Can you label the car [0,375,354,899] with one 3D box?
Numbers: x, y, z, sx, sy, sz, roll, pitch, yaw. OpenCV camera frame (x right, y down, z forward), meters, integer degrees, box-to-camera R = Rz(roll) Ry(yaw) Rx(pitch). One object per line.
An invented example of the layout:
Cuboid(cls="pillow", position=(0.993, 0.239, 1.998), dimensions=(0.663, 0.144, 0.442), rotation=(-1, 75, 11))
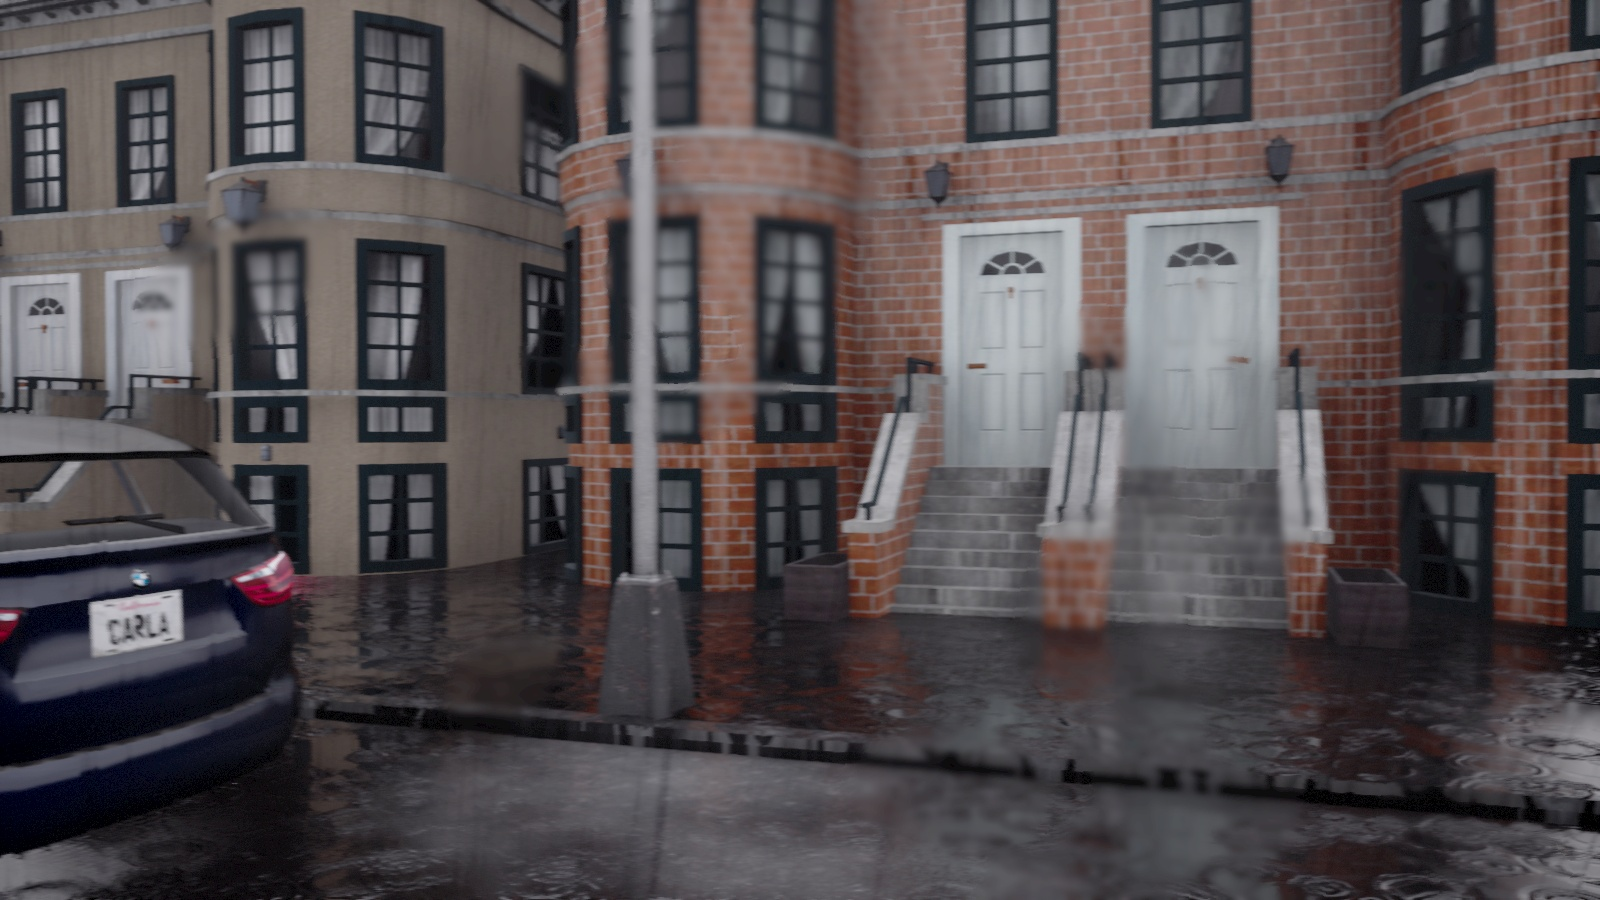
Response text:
Cuboid(cls="car", position=(-4.521, 0.571, 5.238), dimensions=(4.611, 1.667, 2.242), rotation=(1, 1, 19))
